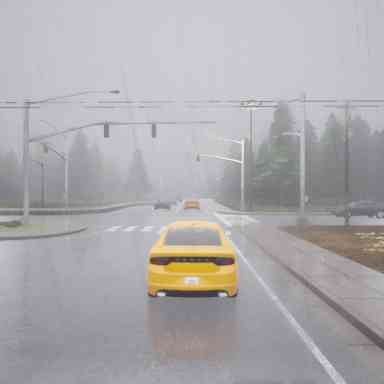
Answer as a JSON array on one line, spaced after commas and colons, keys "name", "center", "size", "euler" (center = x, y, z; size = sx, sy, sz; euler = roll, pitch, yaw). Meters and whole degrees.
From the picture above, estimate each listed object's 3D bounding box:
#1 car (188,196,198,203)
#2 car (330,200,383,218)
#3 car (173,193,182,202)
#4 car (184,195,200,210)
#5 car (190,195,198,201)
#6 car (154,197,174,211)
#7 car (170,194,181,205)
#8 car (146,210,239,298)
[{"name": "car", "center": [0.250, 1.537, 72.823], "size": [2.033, 1.411, 5.357], "euler": [0, 0, 2]}, {"name": "car", "center": [14.890, 1.531, 29.587], "size": [4.892, 1.490, 1.837], "euler": [0, 0, 1]}, {"name": "car", "center": [-3.309, 1.223, 70.853], "size": [2.150, 2.045, 5.566], "euler": [0, 0, 1]}, {"name": "car", "center": [-0.011, 1.478, 42.262], "size": [1.882, 1.535, 5.008], "euler": [0, 0, 0]}, {"name": "car", "center": [0.641, 1.442, 83.215], "size": [1.837, 1.490, 4.892], "euler": [0, 0, 2]}, {"name": "car", "center": [-3.609, 1.601, 41.068], "size": [1.895, 1.301, 4.718], "euler": [0, 0, 0]}, {"name": "car", "center": [-3.568, 1.547, 57.872], "size": [2.033, 1.411, 5.357], "euler": [0, 0, 1]}, {"name": "car", "center": [0.043, 1.474, 8.599], "size": [1.882, 1.535, 5.008], "euler": [0, 0, 1]}]
